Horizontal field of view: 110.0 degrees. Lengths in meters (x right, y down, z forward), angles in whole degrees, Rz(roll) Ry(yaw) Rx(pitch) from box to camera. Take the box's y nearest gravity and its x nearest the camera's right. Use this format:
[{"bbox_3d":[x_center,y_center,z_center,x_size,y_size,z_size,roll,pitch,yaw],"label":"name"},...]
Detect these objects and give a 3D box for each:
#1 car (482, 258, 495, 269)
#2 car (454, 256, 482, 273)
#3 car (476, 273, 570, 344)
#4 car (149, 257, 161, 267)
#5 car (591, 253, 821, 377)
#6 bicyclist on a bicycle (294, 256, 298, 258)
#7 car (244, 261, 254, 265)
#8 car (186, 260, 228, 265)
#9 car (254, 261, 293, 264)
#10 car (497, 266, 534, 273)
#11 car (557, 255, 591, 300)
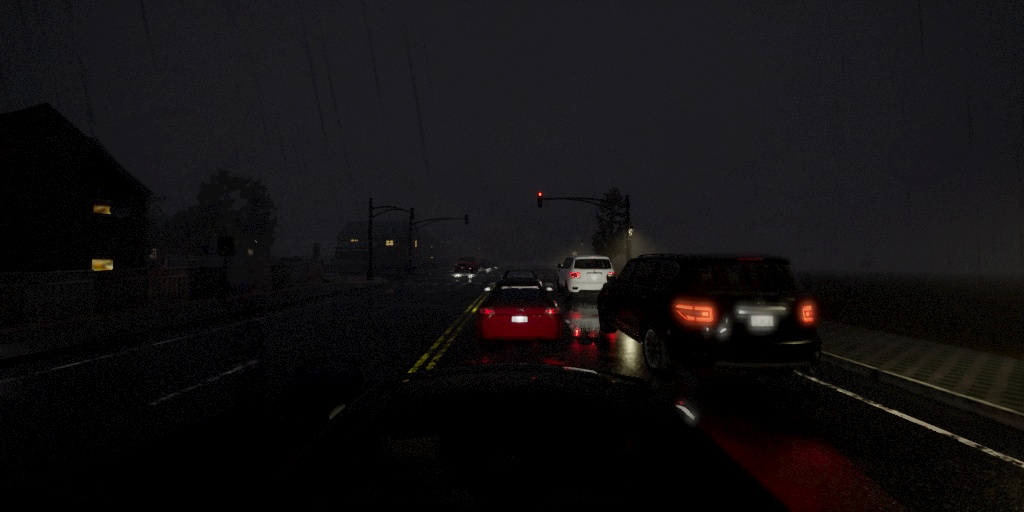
[{"bbox_3d":[-4.609,1.202,59.047,2.097,1.767,4.553,0,0,4],"label":"car"},{"bbox_3d":[-5.534,1.037,44.254,2.150,2.045,5.566,0,0,5],"label":"car"},{"bbox_3d":[0.177,1.319,9.659,1.994,1.385,4.181,0,0,0],"label":"car"},{"bbox_3d":[-40.290,0.625,38.664,4.892,1.490,1.837,1,-1,16],"label":"car"},{"bbox_3d":[3.402,0.974,7.537,2.150,2.045,5.566,0,0,0],"label":"car"},{"bbox_3d":[-24.188,0.781,40.246,0.582,1.620,1.656,1,-1,16],"label":"bicyclist on a bicycle"},{"bbox_3d":[-25.736,0.883,37.595,5.008,1.535,1.882,1,-1,16],"label":"car"},{"bbox_3d":[-30.411,0.829,35.895,5.357,1.411,2.033,1,-1,16],"label":"car"},{"bbox_3d":[-20.871,0.940,33.229,4.892,1.490,1.837,1,-1,16],"label":"car"},{"bbox_3d":[0.342,1.364,18.469,1.895,1.301,4.718,0,0,-3],"label":"car"},{"bbox_3d":[3.554,0.983,17.896,2.150,2.045,5.566,0,0,1],"label":"car"}]
